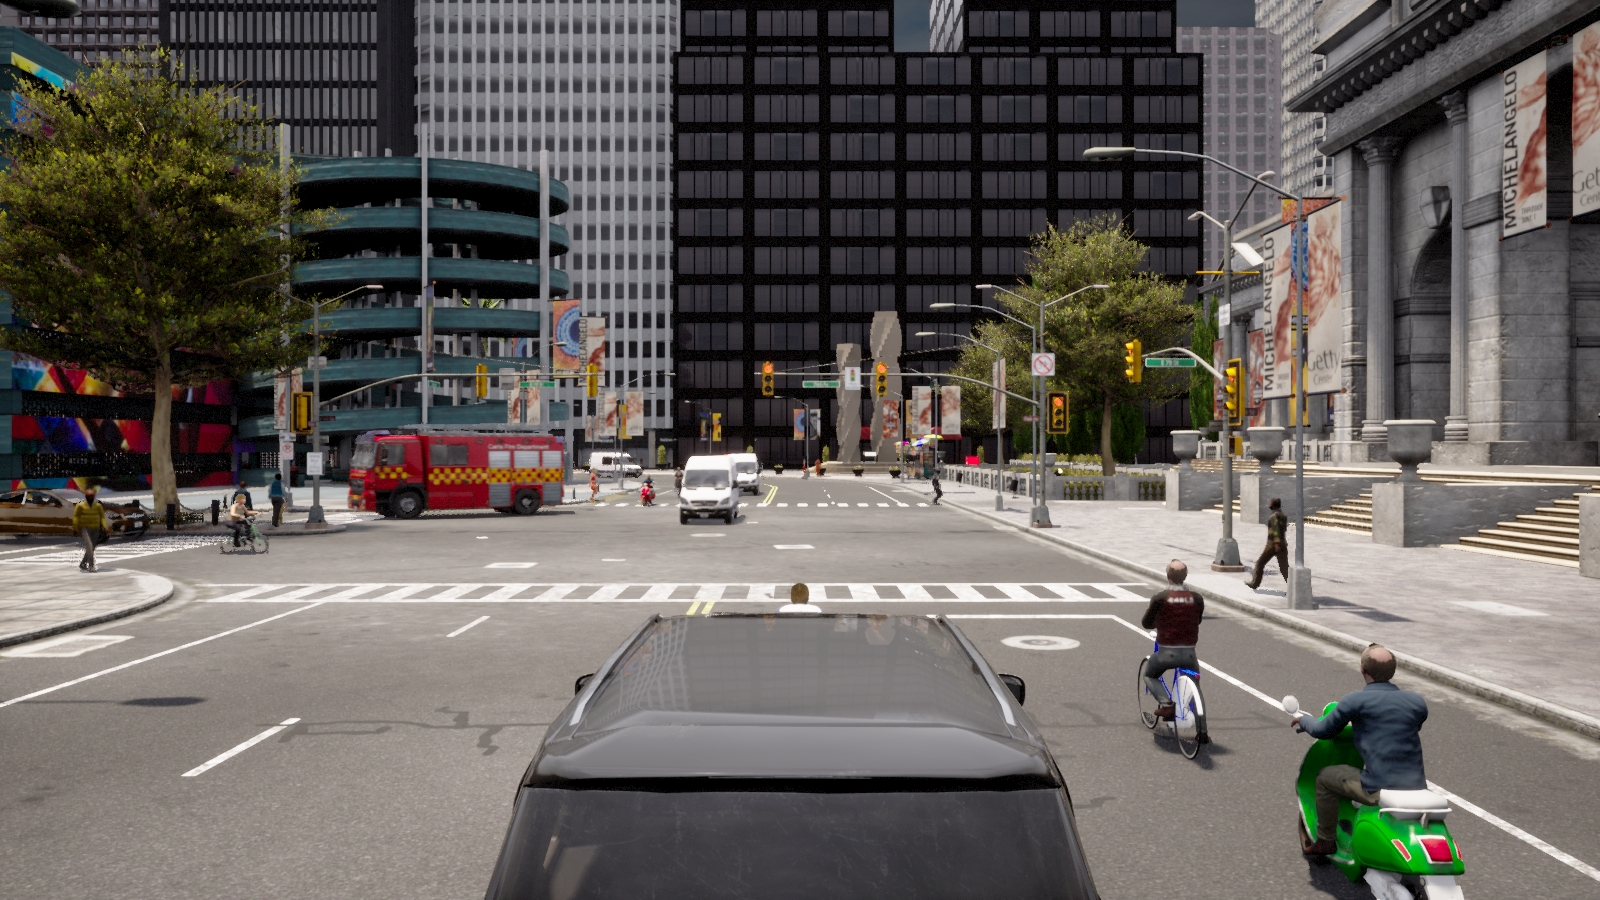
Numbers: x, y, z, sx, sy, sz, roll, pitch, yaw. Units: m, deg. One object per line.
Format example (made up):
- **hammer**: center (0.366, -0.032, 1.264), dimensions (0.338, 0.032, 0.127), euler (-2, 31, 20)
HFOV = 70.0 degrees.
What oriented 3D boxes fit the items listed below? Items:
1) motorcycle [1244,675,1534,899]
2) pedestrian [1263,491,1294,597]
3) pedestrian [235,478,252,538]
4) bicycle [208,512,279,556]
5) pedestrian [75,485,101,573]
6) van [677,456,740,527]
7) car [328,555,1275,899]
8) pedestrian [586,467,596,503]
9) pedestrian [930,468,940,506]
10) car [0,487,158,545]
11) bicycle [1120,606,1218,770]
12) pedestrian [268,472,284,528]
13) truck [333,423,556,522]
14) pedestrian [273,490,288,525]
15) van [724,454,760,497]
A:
- **motorcycle**: center (3.509, 2.179, 7.029), dimensions (0.856, 1.236, 1.805), euler (0, 0, 0)
- **pedestrian**: center (8.646, 1.688, 20.637), dimensions (0.375, 1.860, 0.375), euler (0, 0, -31)
- **pedestrian**: center (-17.556, 1.834, 36.021), dimensions (0.375, 1.860, 0.375), euler (0, 0, -7)
- **bicycle**: center (-14.882, 2.244, 30.594), dimensions (1.487, 1.080, 0.859), euler (0, 2, 12)
- **pedestrian**: center (-15.361, 1.688, 24.656), dimensions (0.375, 1.860, 0.375), euler (0, 0, 40)
- **van**: center (-3.517, 1.516, 44.753), dimensions (1.988, 2.561, 5.915), euler (0, 0, 0)
- **car**: center (0.021, 1.777, 5.375), dimensions (2.150, 2.045, 5.566), euler (0, 0, 0)
- **pedestrian**: center (-10.804, 1.826, 59.118), dimensions (0.375, 1.860, 0.375), euler (0, 0, 13)
- **pedestrian**: center (6.700, 1.826, 56.858), dimensions (0.375, 1.860, 0.375), euler (0, 0, -15)
- **car**: center (-22.664, 1.978, 34.793), dimensions (5.027, 1.651, 2.152), euler (0, 0, 0)
- **bicycle**: center (3.482, 2.205, 10.903), dimensions (0.329, 1.171, 1.835), euler (0, 0, 0)
- **pedestrian**: center (-17.754, 1.690, 38.699), dimensions (0.375, 1.860, 0.375), euler (0, 0, 1)
- **truck**: center (-14.823, 0.872, 48.082), dimensions (8.468, 3.827, 2.891), euler (0, 0, -36)
- **pedestrian**: center (-19.107, 2.112, 42.033), dimensions (0.375, 1.300, 0.375), euler (0, 0, 2)
- **van**: center (-3.567, 1.507, 70.920), dimensions (1.988, 2.561, 5.915), euler (0, 0, -1)
